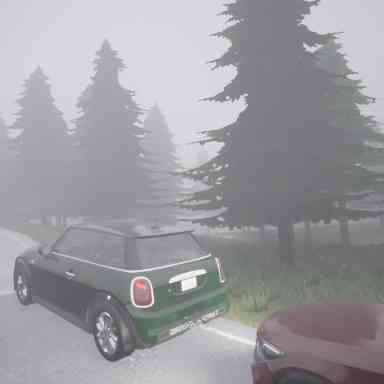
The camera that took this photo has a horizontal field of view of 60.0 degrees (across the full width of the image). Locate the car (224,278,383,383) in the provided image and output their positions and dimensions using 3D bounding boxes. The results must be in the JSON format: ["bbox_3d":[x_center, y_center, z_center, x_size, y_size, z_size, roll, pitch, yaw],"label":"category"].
[{"bbox_3d":[2.760,1.532,2.590,4.674,1.442,1.812,1,0,36],"label":"car"}]

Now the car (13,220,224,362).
[{"bbox_3d":[-1.574,1.309,6.205,4.553,1.767,2.097,1,1,44],"label":"car"}]
